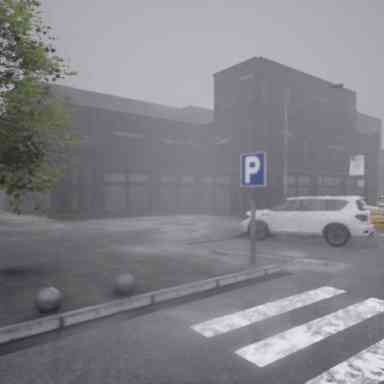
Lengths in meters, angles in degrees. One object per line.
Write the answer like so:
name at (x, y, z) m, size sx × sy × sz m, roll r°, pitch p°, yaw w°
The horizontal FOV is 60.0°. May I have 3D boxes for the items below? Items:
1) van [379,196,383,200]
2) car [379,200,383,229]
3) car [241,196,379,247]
van at (14.497, 1.224, 22.385) m, size 4.442 × 1.987 × 1.878 m, roll -1°, pitch 0°, yaw 33°
car at (9.990, 1.439, 18.569) m, size 5.366 × 1.575 × 1.946 m, roll 0°, pitch -1°, yaw 32°
car at (5.040, 1.188, 15.012) m, size 5.566 × 2.045 × 2.435 m, roll 0°, pitch 0°, yaw 32°
